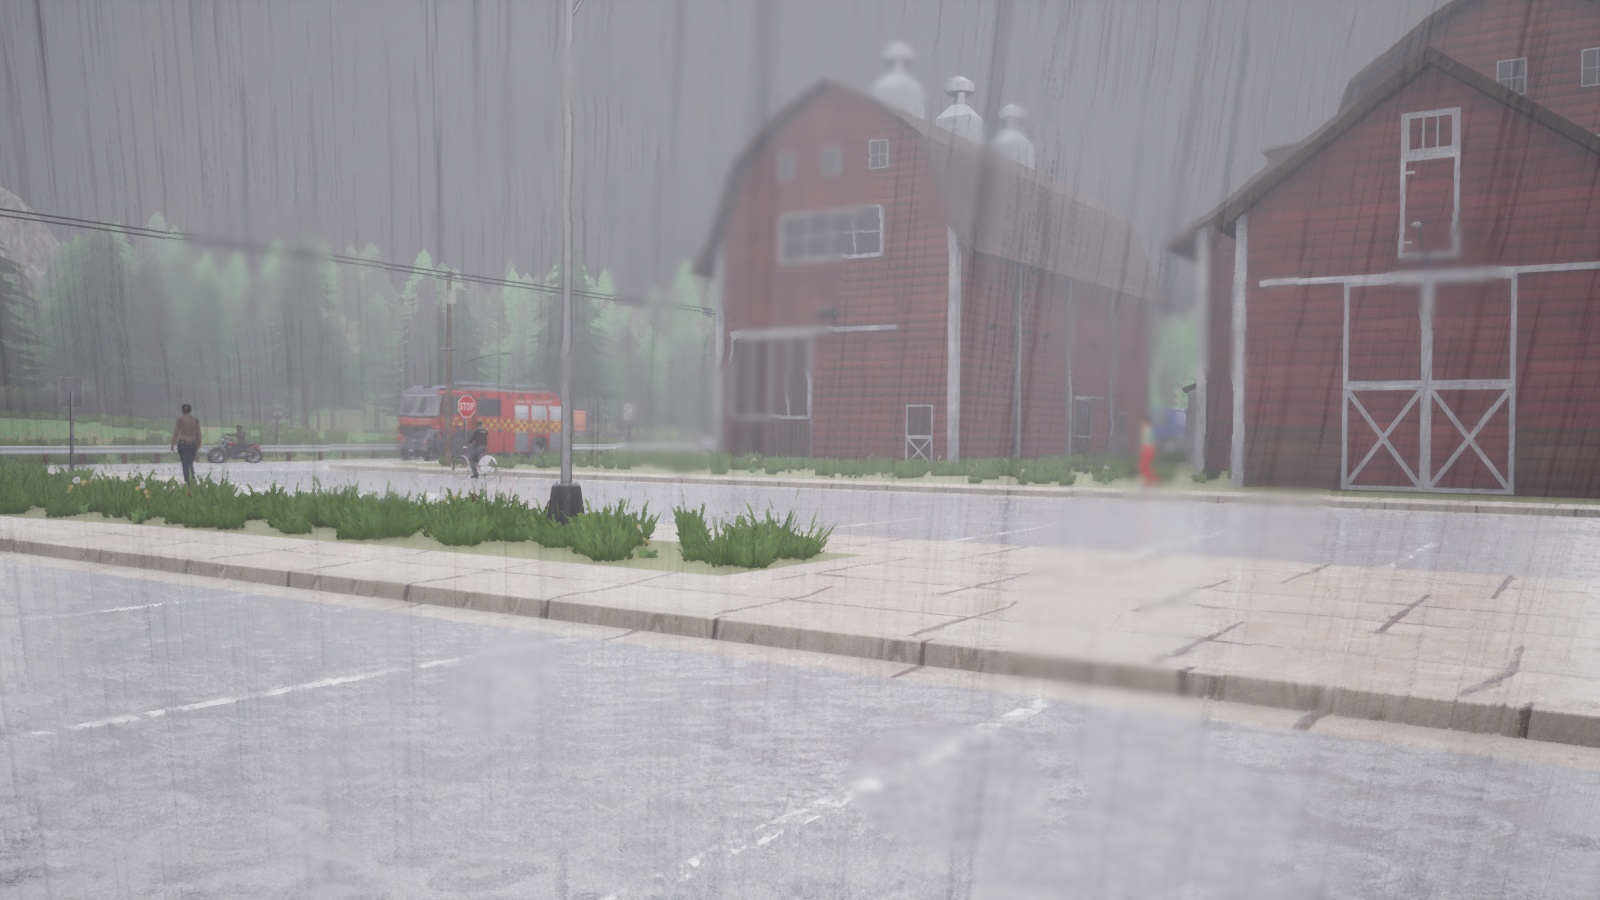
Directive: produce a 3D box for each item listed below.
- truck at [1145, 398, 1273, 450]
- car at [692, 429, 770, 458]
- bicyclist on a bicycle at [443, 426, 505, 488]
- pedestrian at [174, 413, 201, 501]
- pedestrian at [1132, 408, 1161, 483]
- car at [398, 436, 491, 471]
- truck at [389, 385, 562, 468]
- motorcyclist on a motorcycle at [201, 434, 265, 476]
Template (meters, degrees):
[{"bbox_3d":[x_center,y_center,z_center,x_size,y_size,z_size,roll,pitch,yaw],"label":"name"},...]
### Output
[{"bbox_3d":[28.263,-1.724,86.977,7.936,3.462,2.891,0,1,33],"label":"truck"},{"bbox_3d":[-3.994,-0.393,73.595,2.242,1.667,4.611,0,1,34],"label":"car"},{"bbox_3d":[-9.502,0.189,36.529,1.843,1.776,0.659,0,1,33],"label":"bicyclist on a bicycle"},{"bbox_3d":[-12.852,0.143,26.336,0.328,1.805,0.869,-1,1,-37],"label":"pedestrian"},{"bbox_3d":[8.488,-0.110,30.746,0.594,1.836,0.345,0,1,30],"label":"pedestrian"},{"bbox_3d":[-15.817,0.123,56.059,1.845,1.501,3.633,0,1,34],"label":"car"},{"bbox_3d":[-15.894,-1.138,62.205,2.891,3.827,8.468,0,1,34],"label":"truck"},{"bbox_3d":[-23.153,0.191,51.333,0.766,1.649,2.350,0,1,32],"label":"motorcyclist on a motorcycle"}]
